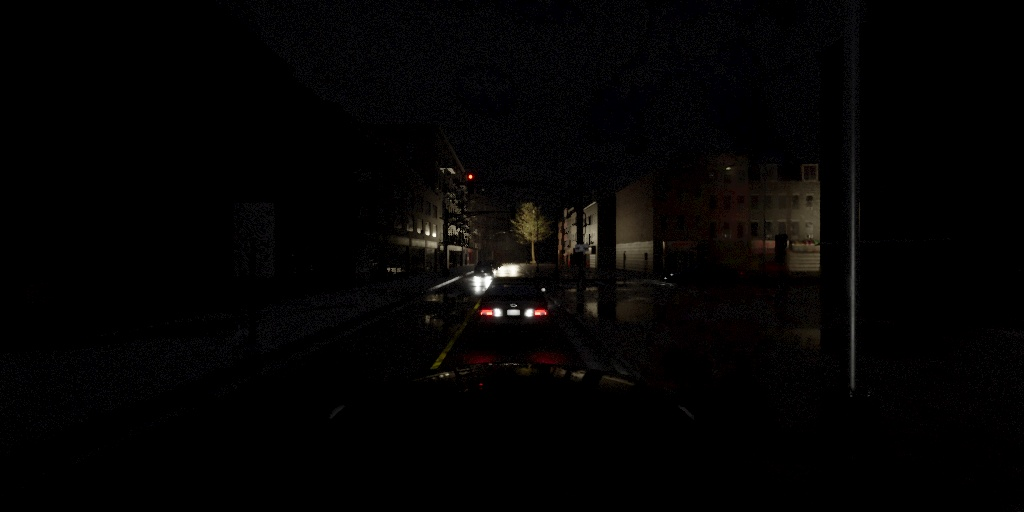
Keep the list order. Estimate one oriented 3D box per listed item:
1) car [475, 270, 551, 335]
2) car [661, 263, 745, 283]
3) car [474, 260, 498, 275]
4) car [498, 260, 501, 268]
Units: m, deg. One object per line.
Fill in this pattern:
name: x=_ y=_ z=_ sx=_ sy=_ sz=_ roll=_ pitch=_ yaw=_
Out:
car: x=0.046 y=1.297 z=10.448 sx=2.033 sy=1.411 sz=5.357 roll=0 pitch=0 yaw=0
car: x=13.819 y=1.213 z=26.060 sx=5.357 sy=1.411 sz=2.033 roll=0 pitch=0 yaw=0
car: x=-2.917 y=1.250 z=37.946 sx=2.128 sy=1.511 sz=4.902 roll=0 pitch=0 yaw=0
car: x=-2.942 y=1.333 z=49.973 sx=1.994 sy=1.385 sz=4.181 roll=0 pitch=0 yaw=0
